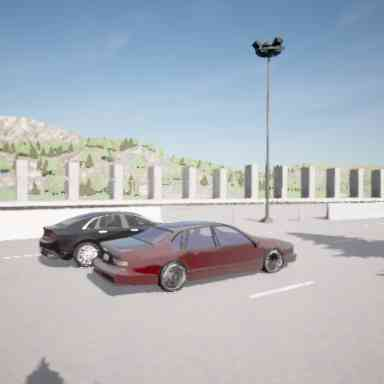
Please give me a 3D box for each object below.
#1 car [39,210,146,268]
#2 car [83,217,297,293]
[{"bbox_3d":[-2.260,1.363,10.756,4.892,1.490,1.837,0,0,-34],"label":"car"},{"bbox_3d":[0.265,1.449,8.543,5.357,1.411,2.033,0,1,-32],"label":"car"}]
